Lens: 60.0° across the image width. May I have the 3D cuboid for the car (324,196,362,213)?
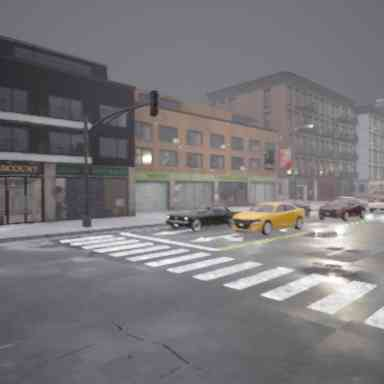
[{"bbox_3d":[14.783,1.158,32.430,4.674,1.442,1.812,-1,1,-44],"label":"car"}]

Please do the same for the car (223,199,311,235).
[{"bbox_3d":[4.143,1.285,17.677,5.008,1.535,1.882,-1,1,-44],"label":"car"}]

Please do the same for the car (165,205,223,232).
[{"bbox_3d":[0.744,1.405,18.914,4.718,1.301,1.895,-1,1,-44],"label":"car"}]

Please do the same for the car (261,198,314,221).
[{"bbox_3d":[7.344,1.248,25.275,4.674,1.442,1.812,-1,1,-44],"label":"car"}]

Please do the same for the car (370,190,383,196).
[{"bbox_3d":[23.289,0.753,40.568,5.566,2.045,2.150,0,0,-44],"label":"car"}]

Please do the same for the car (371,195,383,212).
[{"bbox_3d":[18.241,1.236,31.251,4.718,1.301,1.895,-1,1,-44],"label":"car"}]

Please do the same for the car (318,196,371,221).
[{"bbox_3d":[10.978,1.201,24.266,5.008,1.535,1.882,-1,1,-44],"label":"car"}]
